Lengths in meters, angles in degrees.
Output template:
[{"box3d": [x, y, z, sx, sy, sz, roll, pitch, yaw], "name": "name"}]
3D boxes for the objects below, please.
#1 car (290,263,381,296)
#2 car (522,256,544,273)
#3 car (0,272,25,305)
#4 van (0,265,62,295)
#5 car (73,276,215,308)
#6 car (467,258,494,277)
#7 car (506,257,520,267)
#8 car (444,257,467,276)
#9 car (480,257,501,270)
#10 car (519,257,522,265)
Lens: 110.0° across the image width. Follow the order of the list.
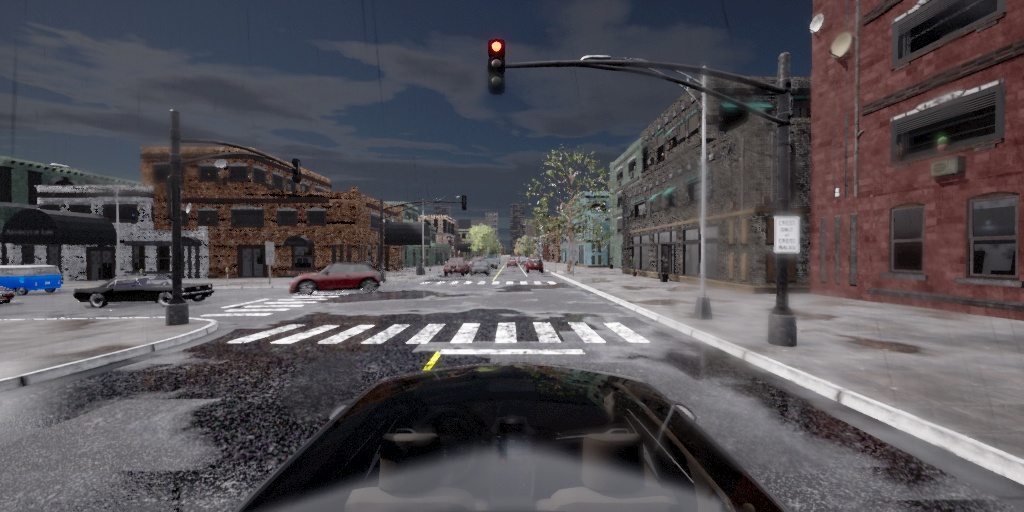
[{"box3d": [-9.783, 1.196, 20.165, 4.553, 1.767, 2.097, -1, 0, -22], "name": "car"}, {"box3d": [2.663, 1.055, 42.860, 2.192, 1.841, 5.009, 0, 0, 0], "name": "car"}, {"box3d": [-25.787, 1.633, 16.234, 4.674, 1.442, 1.812, -1, 1, -1], "name": "car"}, {"box3d": [-30.312, 1.458, 21.972, 3.998, 1.789, 1.690, 0, 0, -1], "name": "van"}, {"box3d": [-16.547, 1.577, 16.351, 4.718, 1.301, 1.895, -1, 1, -1], "name": "car"}, {"box3d": [-3.127, 1.247, 36.191, 1.837, 1.490, 4.892, 0, 0, 0], "name": "car"}, {"box3d": [0.054, 1.261, 64.346, 1.812, 1.442, 4.674, 0, 0, 0], "name": "car"}, {"box3d": [-5.713, 1.057, 37.309, 2.192, 1.841, 5.009, 0, 0, 0], "name": "car"}, {"box3d": [-3.132, 1.090, 52.824, 2.097, 1.767, 4.553, 0, 0, 0], "name": "car"}, {"box3d": [2.650, 1.287, 59.491, 2.007, 1.370, 4.403, 0, 0, 0], "name": "car"}]
